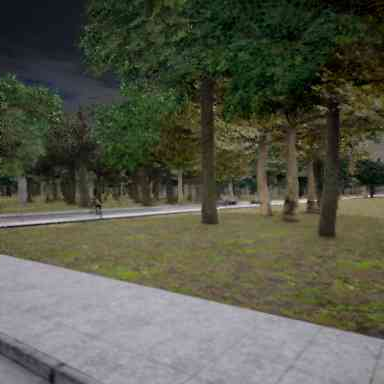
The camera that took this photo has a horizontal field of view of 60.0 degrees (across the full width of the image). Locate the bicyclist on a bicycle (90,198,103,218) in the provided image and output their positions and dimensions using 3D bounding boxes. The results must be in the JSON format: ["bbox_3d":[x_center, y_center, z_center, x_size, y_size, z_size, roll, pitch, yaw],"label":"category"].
[{"bbox_3d":[-7.938,1.308,27.502,1.656,1.620,0.582,0,0,36],"label":"bicyclist on a bicycle"}]

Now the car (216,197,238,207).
[{"bbox_3d":[5.424,1.481,51.189,2.128,1.511,4.902,0,0,35],"label":"car"}]

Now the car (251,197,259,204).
[{"bbox_3d":[12.371,1.550,60.917,1.994,1.385,4.181,0,0,36],"label":"car"}]
